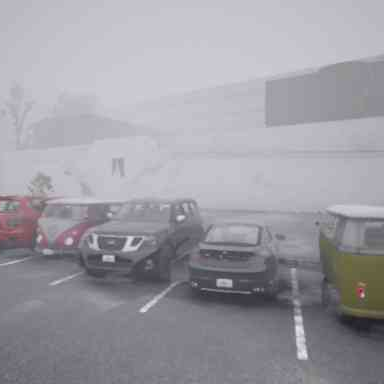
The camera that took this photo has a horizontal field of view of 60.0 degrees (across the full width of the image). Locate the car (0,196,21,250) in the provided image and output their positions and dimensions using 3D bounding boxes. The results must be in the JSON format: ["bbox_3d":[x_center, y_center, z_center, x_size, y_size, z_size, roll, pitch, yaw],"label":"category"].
[{"bbox_3d":[-6.024,1.179,13.814,2.435,2.045,5.566,0,-1,15],"label":"car"}]

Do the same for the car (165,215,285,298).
[{"bbox_3d":[1.254,1.473,8.581,2.231,1.521,4.892,0,-1,15],"label":"car"}]

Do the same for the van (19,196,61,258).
[{"bbox_3d":[-3.624,1.218,11.938,1.878,1.987,4.442,1,0,15],"label":"van"}]

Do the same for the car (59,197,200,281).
[{"bbox_3d":[-1.171,1.207,10.291,2.435,2.045,5.566,1,0,15],"label":"car"}]

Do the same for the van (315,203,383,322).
[{"bbox_3d":[3.716,1.262,6.970,1.878,1.987,4.442,0,-1,15],"label":"van"}]
